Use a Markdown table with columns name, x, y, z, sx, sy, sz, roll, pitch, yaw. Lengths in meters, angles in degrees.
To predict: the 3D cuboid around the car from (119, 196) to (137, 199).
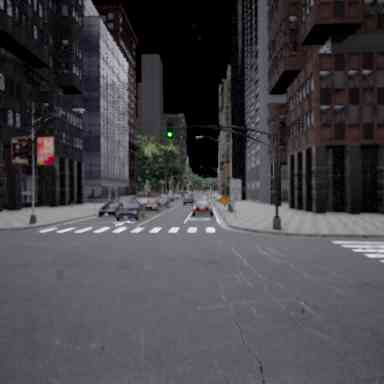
| name | x | y | z | sx | sy | sz | roll | pitch | yaw |
| --- | --- | --- | --- | --- | --- | --- | --- | --- | --- |
| car | -7.290 | 1.370 | 37.136 | 2.192 | 1.841 | 5.009 | -1 | 0 | 2 |

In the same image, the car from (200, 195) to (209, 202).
| name | x | y | z | sx | sy | sz | roll | pitch | yaw |
| --- | --- | --- | --- | --- | --- | --- | --- | --- | --- |
| car | 3.011 | 1.512 | 80.146 | 1.967 | 1.590 | 4.097 | -1 | 0 | 2 |

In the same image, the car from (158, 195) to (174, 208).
| name | x | y | z | sx | sy | sz | roll | pitch | yaw |
| --- | --- | --- | --- | --- | --- | --- | --- | --- | --- |
| car | -4.152 | 1.557 | 48.201 | 1.837 | 1.490 | 4.892 | 0 | 0 | 2 |

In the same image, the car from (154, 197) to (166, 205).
| name | x | y | z | sx | sy | sz | roll | pitch | yaw |
| --- | --- | --- | --- | --- | --- | --- | --- | --- | --- |
| car | -6.173 | 1.681 | 64.243 | 1.802 | 1.307 | 4.206 | -1 | 0 | 2 |

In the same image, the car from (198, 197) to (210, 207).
| name | x | y | z | sx | sy | sz | roll | pitch | yaw |
| --- | --- | --- | --- | --- | --- | --- | --- | --- | --- |
| car | 1.898 | 1.564 | 53.043 | 1.887 | 1.381 | 4.507 | -1 | 0 | 2 |

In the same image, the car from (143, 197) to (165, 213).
| name | x | y | z | sx | sy | sz | roll | pitch | yaw |
| --- | --- | --- | --- | --- | --- | --- | --- | --- | --- |
| car | -4.590 | 1.601 | 38.018 | 1.994 | 1.385 | 4.181 | 0 | 0 | 2 |

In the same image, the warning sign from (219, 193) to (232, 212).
| name | x | y | z | sx | sy | sz | roll | pitch | yaw |
| --- | --- | --- | --- | --- | --- | --- | --- | --- | --- |
| warning sign | 3.464 | 1.091 | 34.934 | 1.300 | 1.860 | 1.060 | 0 | 0 | 2 |

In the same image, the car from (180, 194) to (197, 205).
| name | x | y | z | sx | sy | sz | roll | pitch | yaw |
| --- | --- | --- | --- | --- | --- | --- | --- | --- | --- |
| car | -0.553 | 1.551 | 58.169 | 1.837 | 1.490 | 4.892 | 0 | 0 | 2 |

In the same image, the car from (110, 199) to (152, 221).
| name | x | y | z | sx | sy | sz | roll | pitch | yaw |
| --- | --- | --- | --- | --- | --- | --- | --- | --- | --- |
| car | -5.002 | 1.571 | 28.071 | 2.033 | 1.411 | 5.357 | 0 | 0 | 1 |

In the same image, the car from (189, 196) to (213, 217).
| name | x | y | z | sx | sy | sz | roll | pitch | yaw |
| --- | --- | --- | --- | --- | --- | --- | --- | --- | --- |
| car | 1.006 | 1.427 | 31.362 | 1.967 | 1.590 | 4.097 | -1 | 0 | 2 |

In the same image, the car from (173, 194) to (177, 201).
| name | x | y | z | sx | sy | sz | roll | pitch | yaw |
| --- | --- | --- | --- | --- | --- | --- | --- | --- | --- |
| car | -5.507 | 1.448 | 80.508 | 2.192 | 1.841 | 5.009 | -1 | 0 | 2 |

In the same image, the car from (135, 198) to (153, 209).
| name | x | y | z | sx | sy | sz | roll | pitch | yaw |
| --- | --- | --- | --- | --- | --- | --- | --- | --- | --- |
| car | -6.849 | 1.596 | 47.809 | 1.752 | 1.417 | 4.829 | -1 | 0 | 2 |

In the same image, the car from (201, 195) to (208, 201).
| name | x | y | z | sx | sy | sz | roll | pitch | yaw |
| --- | --- | --- | --- | --- | --- | --- | --- | --- | --- |
| car | 3.459 | 1.648 | 90.986 | 2.008 | 1.369 | 4.403 | -1 | 0 | 2 |

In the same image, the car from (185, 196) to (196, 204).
| name | x | y | z | sx | sy | sz | roll | pitch | yaw |
| --- | --- | --- | --- | --- | --- | --- | --- | --- | --- |
| car | -0.237 | 1.611 | 68.261 | 2.033 | 1.411 | 5.357 | 0 | 0 | 2 |

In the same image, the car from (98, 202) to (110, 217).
| name | x | y | z | sx | sy | sz | roll | pitch | yaw |
| --- | --- | --- | --- | --- | --- | --- | --- | --- | --- |
| car | -7.510 | 1.613 | 31.714 | 1.947 | 1.339 | 4.313 | -1 | 0 | 2 |

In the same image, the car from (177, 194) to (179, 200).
| name | x | y | z | sx | sy | sz | roll | pitch | yaw |
| --- | --- | --- | --- | --- | --- | --- | --- | --- | --- |
| car | -5.282 | 1.690 | 85.928 | 1.887 | 1.381 | 4.507 | -1 | 0 | 2 |

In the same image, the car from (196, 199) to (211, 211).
| name | x | y | z | sx | sy | sz | roll | pitch | yaw |
| --- | --- | --- | --- | --- | --- | --- | --- | --- | --- |
| car | 1.453 | 1.584 | 42.202 | 1.802 | 1.307 | 4.206 | -1 | 0 | 2 |
